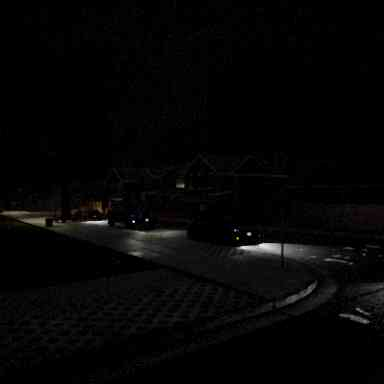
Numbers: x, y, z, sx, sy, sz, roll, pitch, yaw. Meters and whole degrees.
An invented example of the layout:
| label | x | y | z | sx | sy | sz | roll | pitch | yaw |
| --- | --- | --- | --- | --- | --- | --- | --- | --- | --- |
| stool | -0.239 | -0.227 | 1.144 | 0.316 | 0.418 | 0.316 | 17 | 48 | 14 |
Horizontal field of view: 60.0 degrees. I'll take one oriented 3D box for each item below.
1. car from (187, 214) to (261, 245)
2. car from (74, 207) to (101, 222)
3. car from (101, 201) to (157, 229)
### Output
| label | x | y | z | sx | sy | sz | roll | pitch | yaw |
| --- | --- | --- | --- | --- | --- | --- | --- | --- | --- |
| car | 1.529 | 1.836 | 17.227 | 1.994 | 1.385 | 4.181 | 0 | -1 | -35 |
| car | -10.700 | 2.250 | 34.337 | 1.994 | 1.385 | 4.181 | 0 | -1 | -35 |
| car | -4.859 | 1.715 | 26.147 | 2.150 | 2.045 | 5.566 | 0 | -1 | -36 |
